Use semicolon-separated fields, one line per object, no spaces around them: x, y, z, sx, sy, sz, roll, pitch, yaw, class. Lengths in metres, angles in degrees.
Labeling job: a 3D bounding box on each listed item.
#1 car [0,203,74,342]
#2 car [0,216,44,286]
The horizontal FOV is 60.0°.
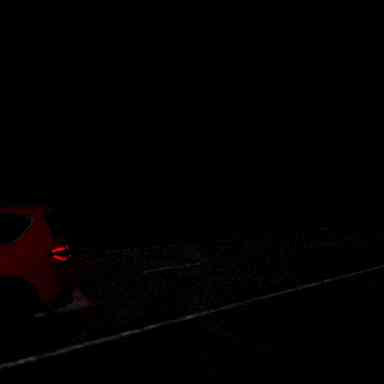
-4.687;1.222;4.945;5.566;2.045;2.150;0;0;-35;car
-6.412;1.492;8.008;4.902;1.511;2.128;0;0;-35;car
